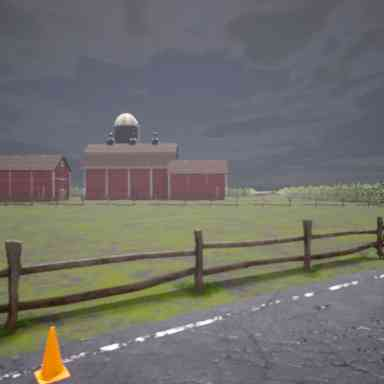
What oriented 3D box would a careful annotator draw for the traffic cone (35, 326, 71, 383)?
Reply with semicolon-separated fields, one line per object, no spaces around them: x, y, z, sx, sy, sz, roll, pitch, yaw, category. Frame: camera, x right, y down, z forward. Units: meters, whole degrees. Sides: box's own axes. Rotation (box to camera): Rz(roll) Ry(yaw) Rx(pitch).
-1.699;1.939;4.056;0.340;0.580;0.340;0;0;-35;traffic cone
